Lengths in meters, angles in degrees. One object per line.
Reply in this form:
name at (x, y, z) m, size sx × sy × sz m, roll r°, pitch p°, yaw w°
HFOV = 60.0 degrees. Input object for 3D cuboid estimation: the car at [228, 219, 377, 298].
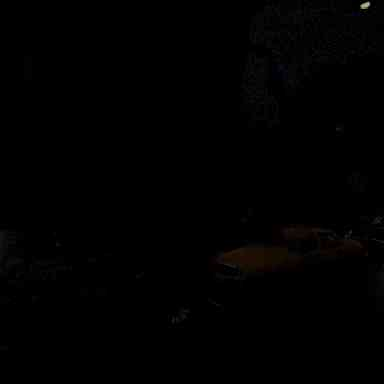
car at (2.549, 1.526, 8.481) m, size 4.829 × 1.417 × 1.752 m, roll 0°, pitch 0°, yaw -36°

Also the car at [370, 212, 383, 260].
car at (7.109, 1.441, 11.745) m, size 4.097 × 1.590 × 1.967 m, roll 0°, pitch 0°, yaw -36°

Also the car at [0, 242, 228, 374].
car at (-1.734, 1.566, 5.414) m, size 4.313 × 1.339 × 1.947 m, roll 0°, pitch 0°, yaw -36°
